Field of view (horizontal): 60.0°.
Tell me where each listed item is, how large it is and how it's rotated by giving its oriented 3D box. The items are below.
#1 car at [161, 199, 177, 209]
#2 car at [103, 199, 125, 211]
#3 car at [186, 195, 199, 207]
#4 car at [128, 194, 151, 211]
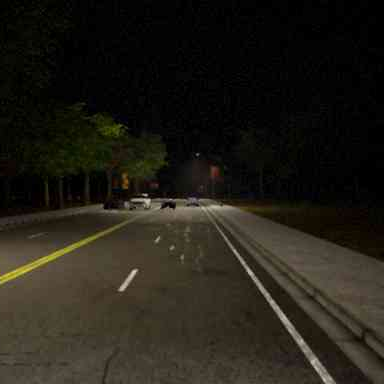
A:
[{"bbox_3d":[-3.135,1.647,46.094,1.895,1.301,4.718,0,0,0],"label":"car"},{"bbox_3d":[-9.822,1.585,42.429,2.033,1.411,5.357,0,0,0],"label":"car"},{"bbox_3d":[0.115,1.616,53.323,2.033,1.411,5.357,0,0,0],"label":"car"},{"bbox_3d":[-6.572,1.258,42.168,2.150,2.045,5.566,0,0,0],"label":"car"}]
